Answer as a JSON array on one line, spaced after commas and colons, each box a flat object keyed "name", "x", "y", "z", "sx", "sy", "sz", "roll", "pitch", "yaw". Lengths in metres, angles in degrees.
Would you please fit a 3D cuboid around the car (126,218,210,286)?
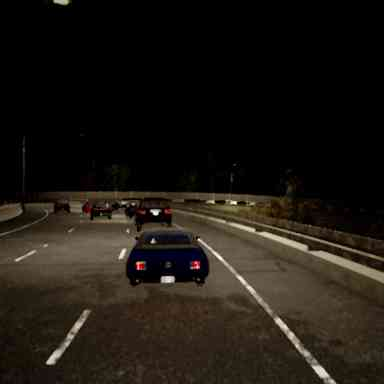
[{"name": "car", "x": -0.718, "y": 1.676, "z": 9.610, "sx": 1.895, "sy": 1.301, "sz": 4.718, "roll": 0, "pitch": 0, "yaw": -5}]

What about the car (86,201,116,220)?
[{"name": "car", "x": -8.609, "y": 1.738, "z": 31.341, "sx": 2.128, "sy": 1.511, "sz": 4.902, "roll": 0, "pitch": -1, "yaw": -17}]

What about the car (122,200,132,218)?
[{"name": "car", "x": -5.502, "y": 1.821, "z": 33.064, "sx": 1.994, "sy": 1.385, "sz": 4.181, "roll": 0, "pitch": -1, "yaw": -18}]

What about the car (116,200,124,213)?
[{"name": "car", "x": -9.150, "y": 1.828, "z": 42.854, "sx": 2.128, "sy": 1.511, "sz": 4.902, "roll": 0, "pitch": 0, "yaw": -22}]

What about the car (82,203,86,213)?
[{"name": "car", "x": -13.005, "y": 1.905, "z": 42.967, "sx": 1.994, "sy": 1.385, "sz": 4.181, "roll": 0, "pitch": 0, "yaw": -24}]

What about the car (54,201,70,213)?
[{"name": "car", "x": -16.581, "y": 1.832, "z": 42.381, "sx": 2.128, "sy": 1.511, "sz": 4.902, "roll": 0, "pitch": 0, "yaw": -24}]

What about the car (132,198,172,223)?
[{"name": "car", "x": -2.663, "y": 1.389, "z": 22.092, "sx": 2.150, "sy": 2.045, "sz": 5.566, "roll": 0, "pitch": -1, "yaw": -11}]
